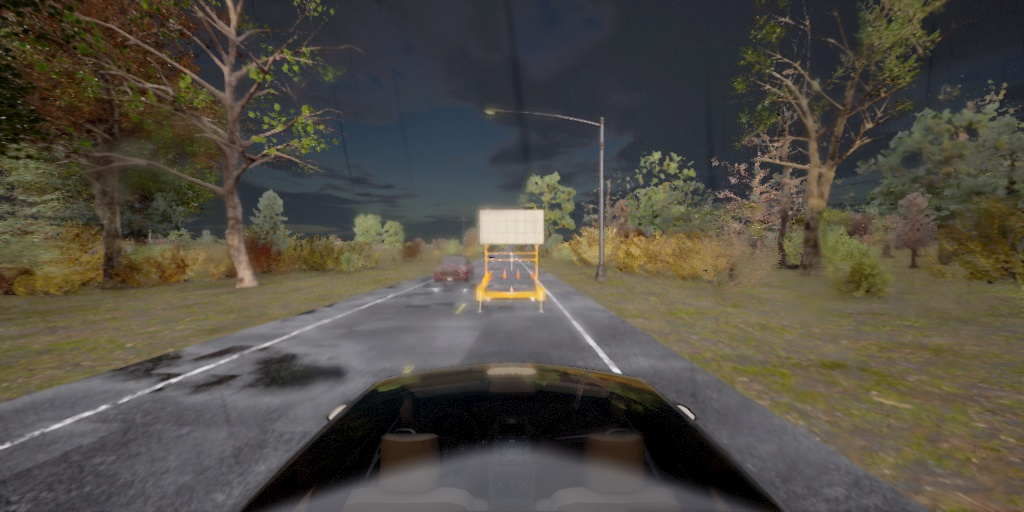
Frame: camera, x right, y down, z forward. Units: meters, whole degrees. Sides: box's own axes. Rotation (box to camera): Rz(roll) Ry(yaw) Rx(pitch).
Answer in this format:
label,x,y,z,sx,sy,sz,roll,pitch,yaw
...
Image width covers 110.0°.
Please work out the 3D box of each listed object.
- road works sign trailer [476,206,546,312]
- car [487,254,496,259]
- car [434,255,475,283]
label,x,y,z,sx,sy,sz,roll,pitch,yaw
road works sign trailer,-0.010,0.020,13.041,2.380,3.560,2.880,0,0,1
car,-3.864,0.260,64.740,1.895,1.301,4.718,0,1,0
car,-3.638,0.733,23.244,2.097,1.767,4.553,0,1,0
